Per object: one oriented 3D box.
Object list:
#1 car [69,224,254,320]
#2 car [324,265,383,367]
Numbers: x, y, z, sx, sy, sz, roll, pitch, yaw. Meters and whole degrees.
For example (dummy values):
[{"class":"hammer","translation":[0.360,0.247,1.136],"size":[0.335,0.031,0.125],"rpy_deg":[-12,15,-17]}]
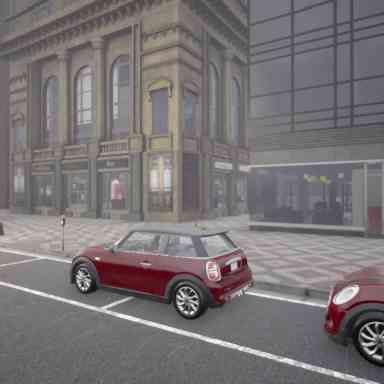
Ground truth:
[{"class":"car","translation":[-0.832,1.443,7.366],"size":[4.097,1.590,1.967],"rpy_deg":[0,0,32]},{"class":"car","translation":[3.925,1.440,4.339],"size":[4.097,1.590,1.967],"rpy_deg":[0,0,32]}]
